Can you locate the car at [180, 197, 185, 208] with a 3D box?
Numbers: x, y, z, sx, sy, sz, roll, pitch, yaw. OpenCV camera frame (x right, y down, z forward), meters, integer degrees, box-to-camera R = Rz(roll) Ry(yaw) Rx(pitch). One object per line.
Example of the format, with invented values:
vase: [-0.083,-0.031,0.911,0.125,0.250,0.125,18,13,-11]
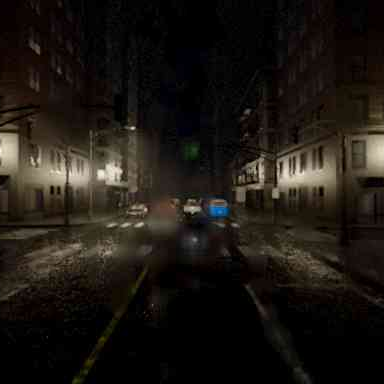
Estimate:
car: [-2.820,2.020,56.072,2.128,1.511,4.902,0,-1,0]

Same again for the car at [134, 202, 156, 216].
car: [-5.405,1.912,38.612,1.887,1.381,4.507,0,-1,0]

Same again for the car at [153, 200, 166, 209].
car: [-5.413,2.048,55.487,1.752,1.417,4.829,0,-1,0]

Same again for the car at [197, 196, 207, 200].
car: [2.610,1.888,61.350,2.192,1.841,5.009,0,-1,0]

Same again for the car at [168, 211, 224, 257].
car: [0.086,1.695,13.644,1.994,1.385,4.181,0,0,0]

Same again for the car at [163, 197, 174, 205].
car: [-5.423,2.039,78.385,2.192,1.841,5.009,0,-1,0]

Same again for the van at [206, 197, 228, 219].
van: [2.623,1.653,32.945,1.690,1.788,3.998,0,-1,0]

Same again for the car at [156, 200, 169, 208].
car: [-5.415,2.140,61.339,1.947,1.339,4.313,0,-1,0]

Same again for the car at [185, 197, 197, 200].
car: [-0.034,2.276,73.515,1.895,1.301,4.718,0,-1,0]

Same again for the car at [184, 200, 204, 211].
car: [0.081,1.968,38.678,1.895,1.301,4.718,0,-1,0]

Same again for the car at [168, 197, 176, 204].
car: [-5.428,2.263,89.747,1.967,1.590,4.097,0,-1,0]

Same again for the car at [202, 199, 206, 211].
car: [2.618,2.001,44.304,1.802,1.307,4.206,0,-1,0]

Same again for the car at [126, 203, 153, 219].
car: [-5.402,1.864,32.930,2.008,1.369,4.403,0,-1,0]

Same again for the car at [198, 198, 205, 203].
car: [2.594,2.437,95.434,1.947,1.339,4.313,0,0,0]

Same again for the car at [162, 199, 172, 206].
car: [-5.421,2.240,72.702,1.947,1.339,4.313,0,-1,0]

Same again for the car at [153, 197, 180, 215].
car: [-2.855,1.715,38.133,2.097,1.767,4.553,0,-1,0]

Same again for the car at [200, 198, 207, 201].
car: [2.612,2.105,55.667,1.802,1.307,4.206,0,-1,0]
